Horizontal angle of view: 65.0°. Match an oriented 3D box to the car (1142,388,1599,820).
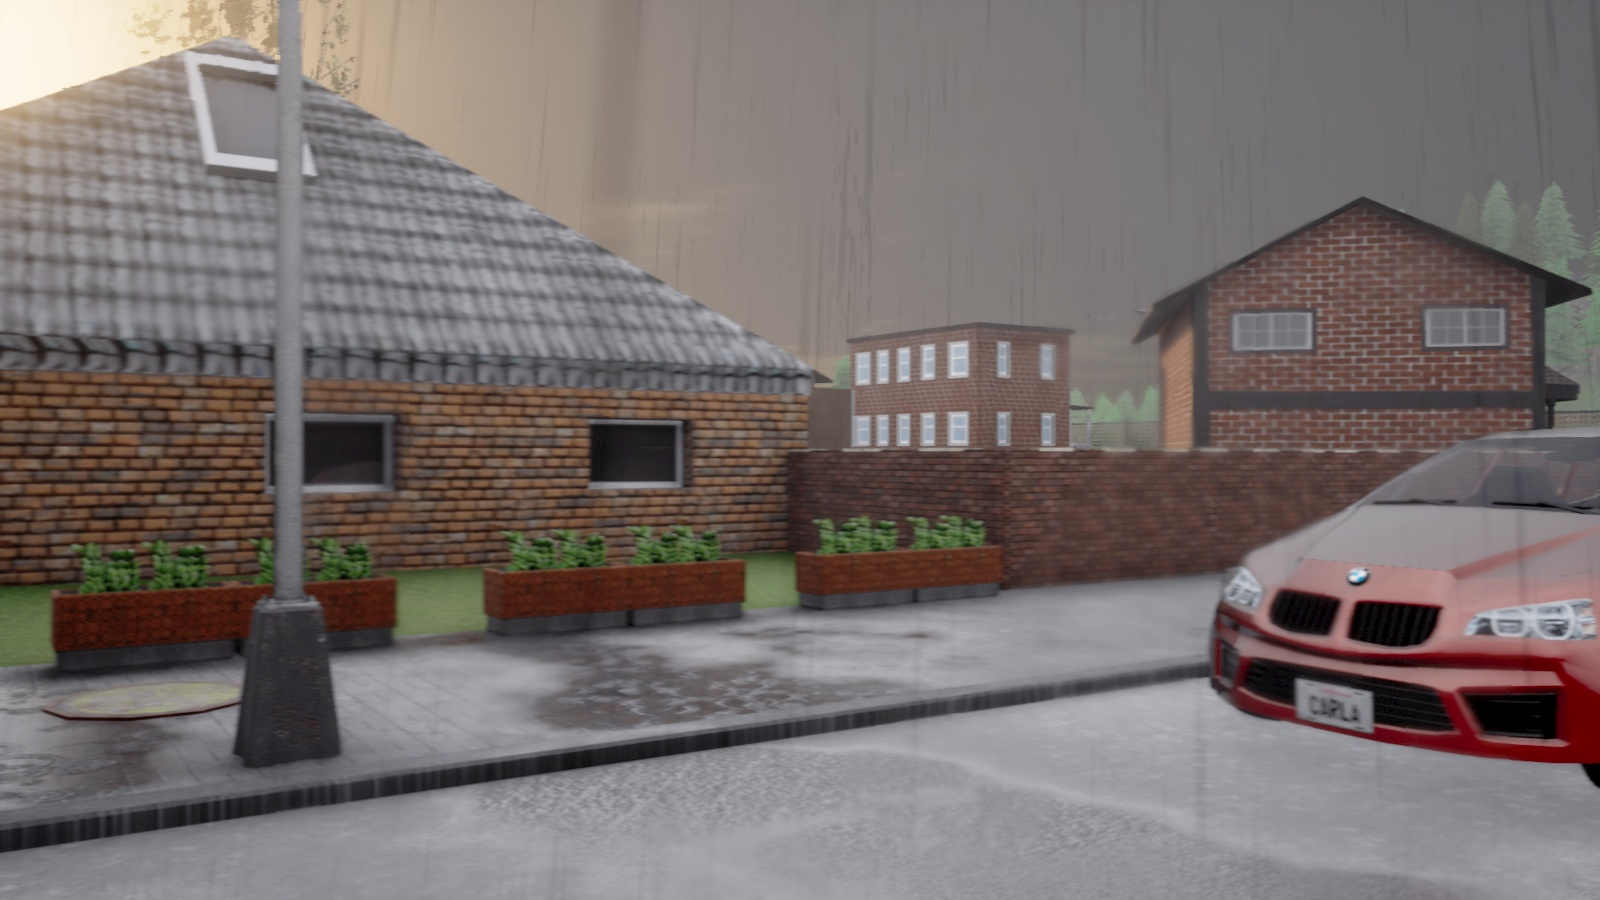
[{"bbox_3d":[4.390,0.596,7.019,4.611,1.667,2.242,0,0,-32],"label":"car"}]
